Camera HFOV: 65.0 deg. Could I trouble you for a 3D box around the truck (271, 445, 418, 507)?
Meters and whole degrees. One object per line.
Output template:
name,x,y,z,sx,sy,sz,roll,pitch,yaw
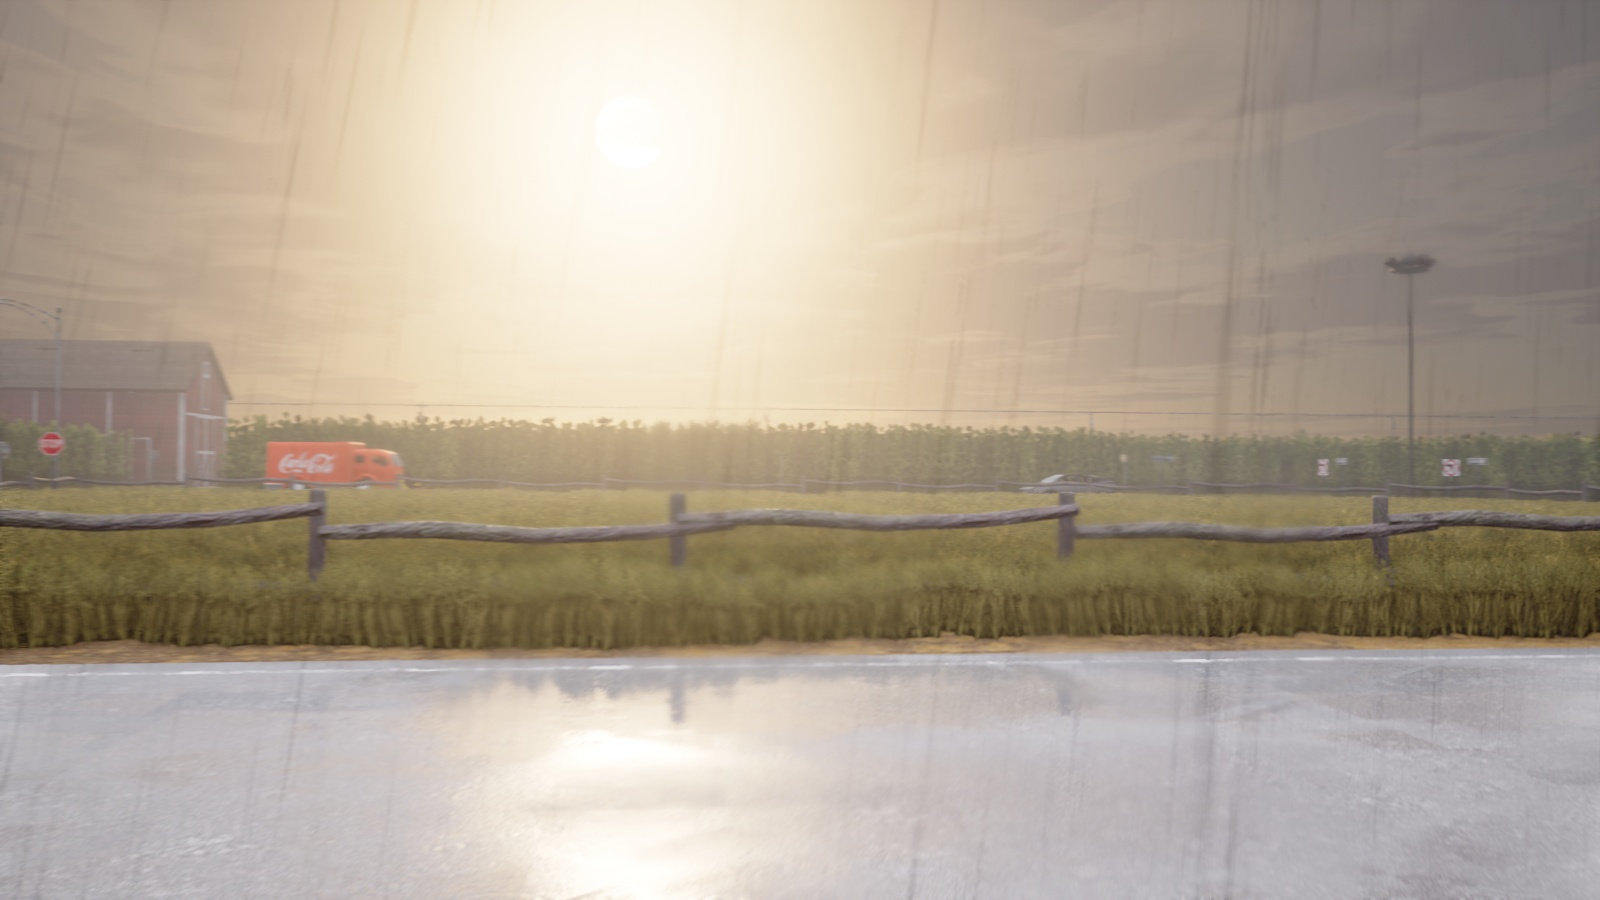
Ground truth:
truck,-19.035,1.083,52.735,5.204,2.467,2.627,1,-1,-3

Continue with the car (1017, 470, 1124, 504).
car,12.724,1.723,59.143,4.514,1.525,2.007,0,-1,-14
